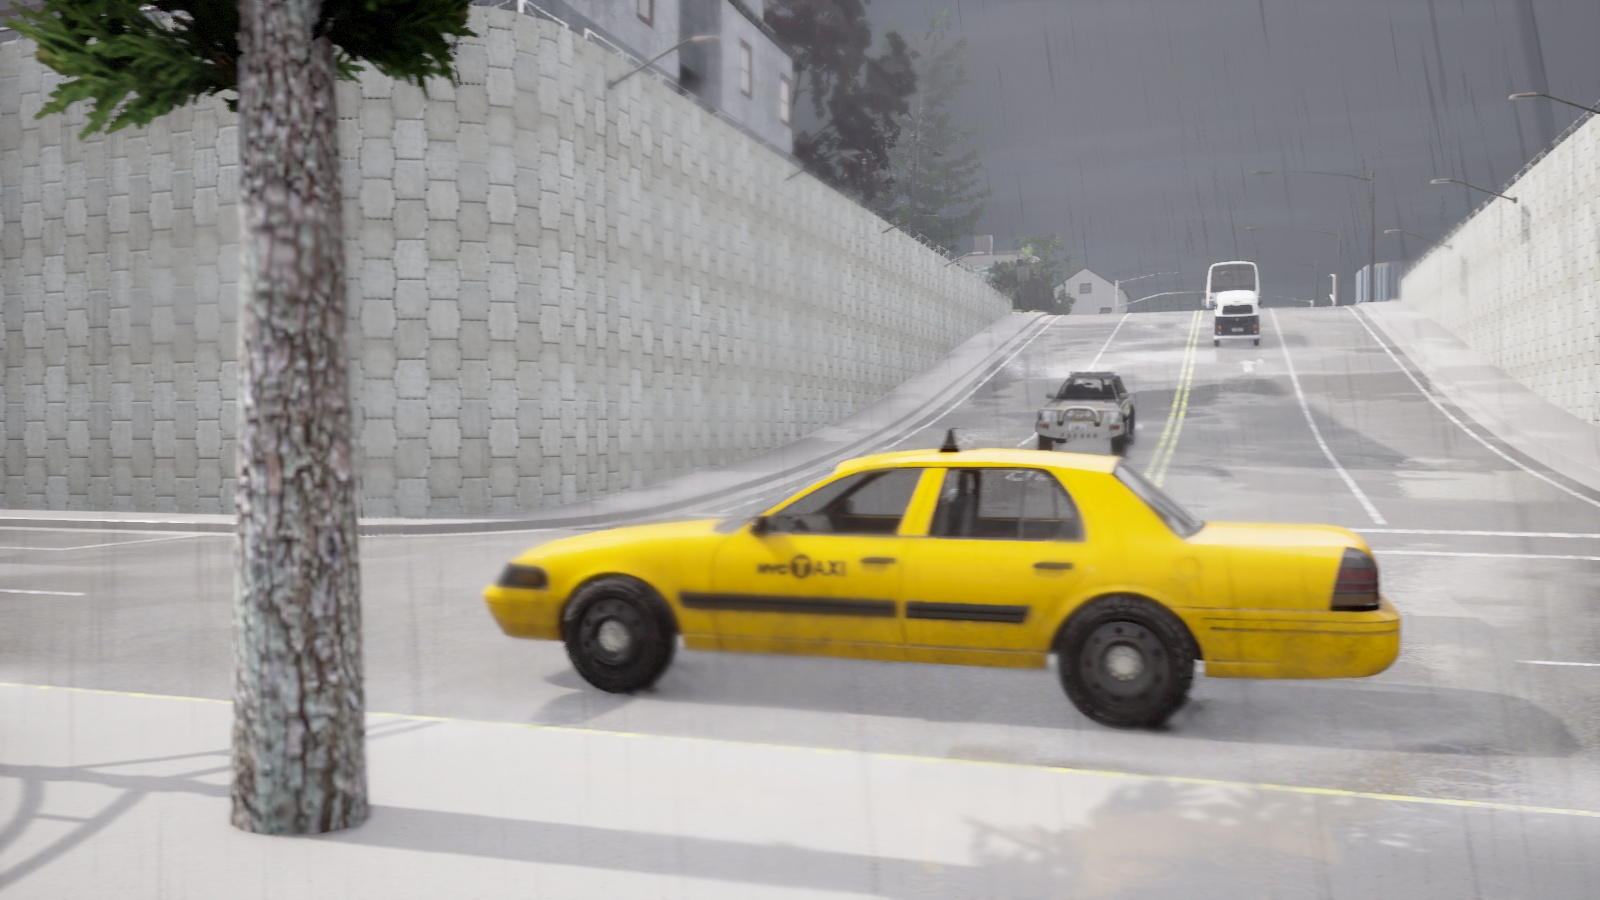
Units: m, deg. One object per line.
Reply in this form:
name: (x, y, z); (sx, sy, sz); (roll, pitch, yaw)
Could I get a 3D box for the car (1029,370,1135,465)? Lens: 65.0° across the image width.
car: (6.718, -0.859, 29.574); (1.932, 1.855, 4.605); (2, 6, 19)

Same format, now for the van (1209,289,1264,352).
van: (18.090, -5.400, 52.113); (2.069, 2.038, 4.480); (1, 12, 19)

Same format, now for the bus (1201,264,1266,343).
bus: (29.510, -9.812, 85.661); (3.944, 4.253, 10.273); (1, 1, 19)

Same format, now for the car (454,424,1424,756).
car: (0.711, 0.640, 7.700); (5.366, 1.575, 1.801); (1, 1, 19)
